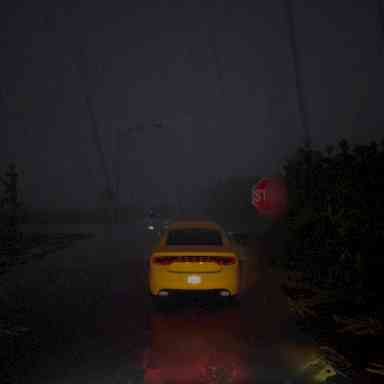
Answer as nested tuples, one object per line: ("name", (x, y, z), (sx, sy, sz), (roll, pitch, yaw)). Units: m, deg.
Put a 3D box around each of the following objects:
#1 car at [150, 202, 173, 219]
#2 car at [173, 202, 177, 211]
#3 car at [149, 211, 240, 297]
("car", (-3.278, 1.985, 34.789), (1.812, 1.442, 4.674), (0, -1, 0))
("car", (-3.300, 2.186, 49.022), (1.882, 1.535, 5.008), (0, 0, 0))
("car", (0.063, 1.487, 8.645), (1.882, 1.535, 5.008), (0, 0, 0))
